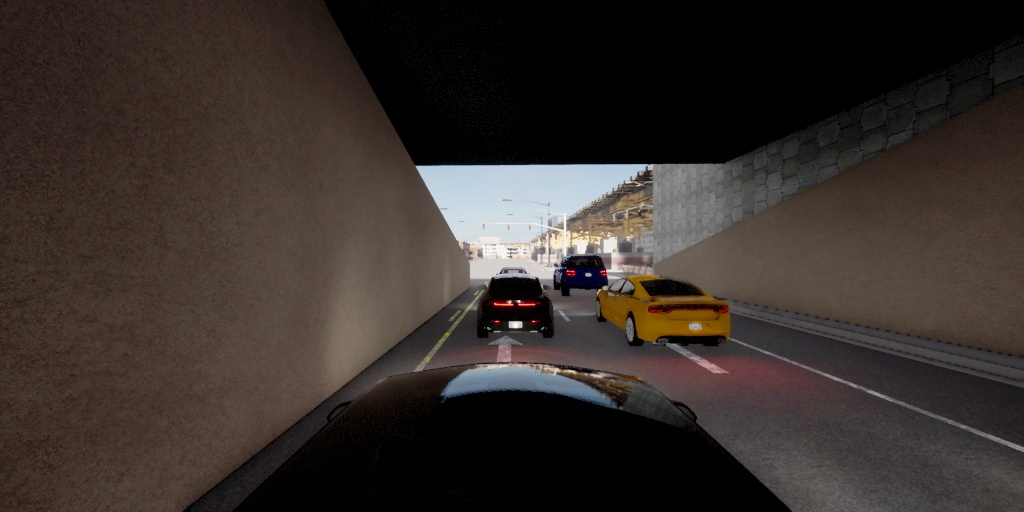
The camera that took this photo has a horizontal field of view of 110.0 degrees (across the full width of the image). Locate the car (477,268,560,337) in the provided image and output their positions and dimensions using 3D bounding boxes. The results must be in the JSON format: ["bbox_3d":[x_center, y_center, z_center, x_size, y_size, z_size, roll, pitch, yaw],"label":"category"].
[{"bbox_3d":[0.076,1.255,10.258,1.837,1.490,4.892,0,0,0],"label":"car"}]

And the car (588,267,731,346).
[{"bbox_3d":[3.574,1.228,9.459,1.882,1.535,5.008,0,0,0],"label":"car"}]

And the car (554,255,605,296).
[{"bbox_3d":[3.568,0.971,19.429,2.150,2.045,5.566,0,0,0],"label":"car"}]
